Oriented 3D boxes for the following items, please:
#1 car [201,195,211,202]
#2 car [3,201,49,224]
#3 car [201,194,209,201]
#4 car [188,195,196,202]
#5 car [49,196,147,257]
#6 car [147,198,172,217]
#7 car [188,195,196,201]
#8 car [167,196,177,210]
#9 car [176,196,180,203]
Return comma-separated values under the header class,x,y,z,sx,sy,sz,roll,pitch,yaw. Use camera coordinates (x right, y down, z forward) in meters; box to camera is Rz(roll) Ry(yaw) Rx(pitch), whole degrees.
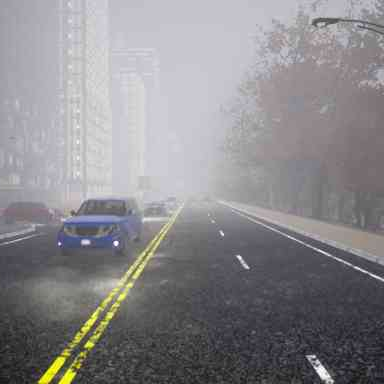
class,x,y,z,sx,sy,sz,roll,pitch,yaw
car,3.252,1.503,74.896,1.837,1.490,4.892,0,0,0
car,-12.528,1.537,26.584,4.553,1.767,2.097,-1,0,8
car,3.254,1.373,85.290,1.882,1.535,5.008,0,0,0
car,0.003,1.543,74.897,2.033,1.411,5.357,0,0,0
car,-3.352,1.218,13.242,2.150,2.045,5.566,0,0,0
car,-3.352,1.596,31.968,1.994,1.385,4.181,0,0,0
car,0.004,1.420,85.290,1.812,1.442,4.674,0,0,0
car,-3.345,1.603,43.247,1.895,1.301,4.718,0,0,0
car,-3.355,1.510,53.937,1.837,1.490,4.892,0,0,-1
